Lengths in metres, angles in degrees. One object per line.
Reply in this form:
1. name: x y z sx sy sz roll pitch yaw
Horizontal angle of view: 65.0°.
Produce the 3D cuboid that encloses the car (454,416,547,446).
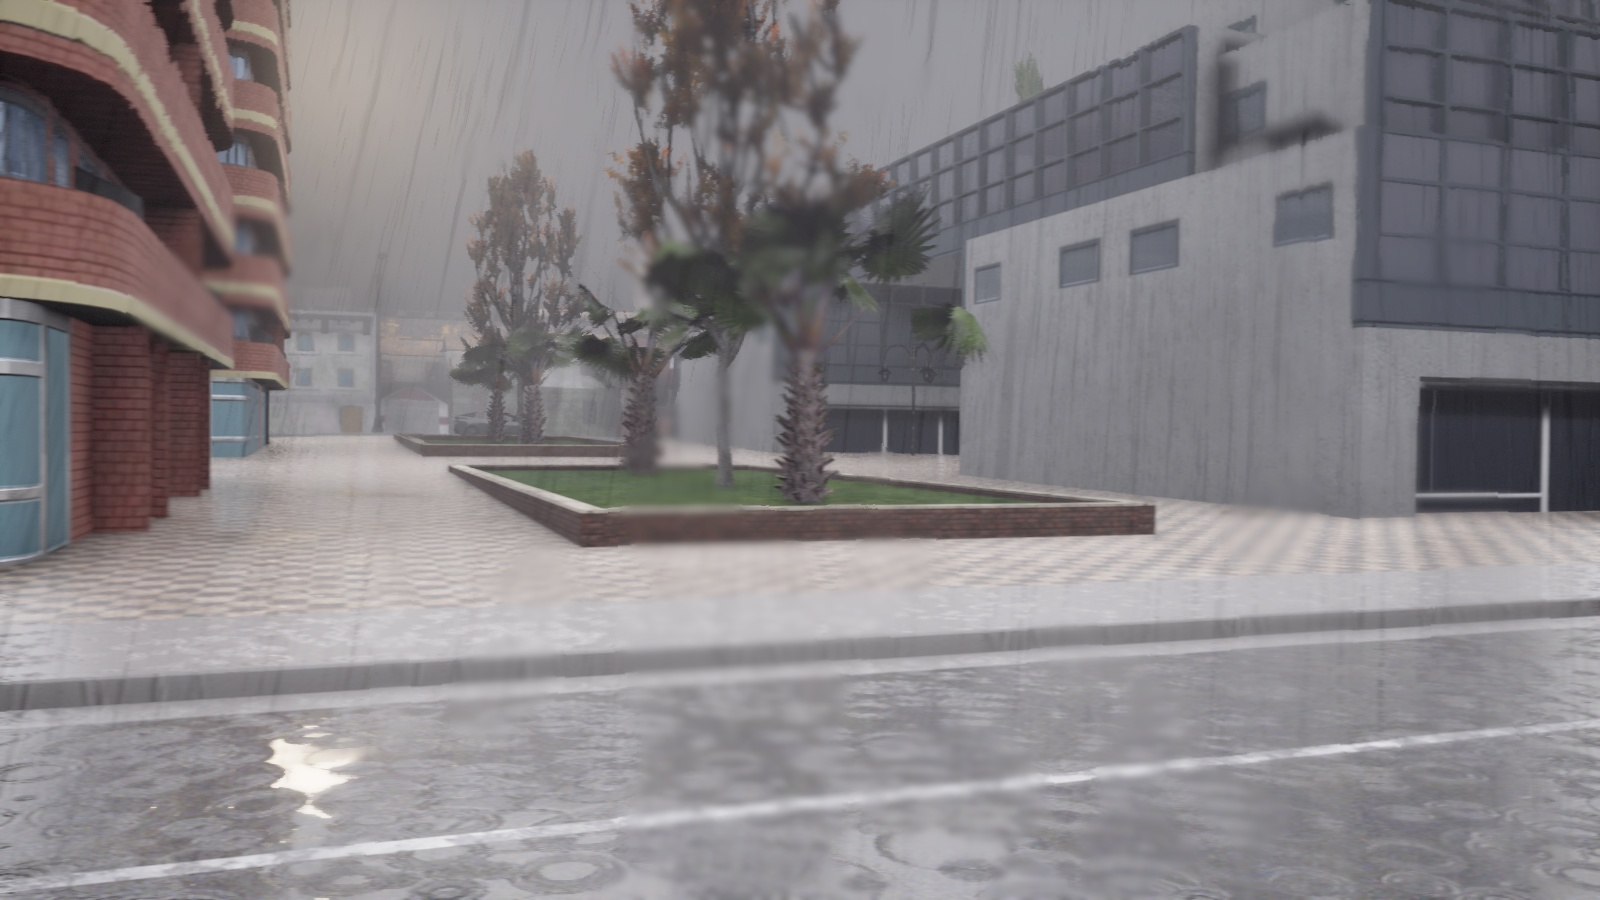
1. car: -15.745 -0.987 65.978 4.514 1.525 2.007 -1 1 -21
